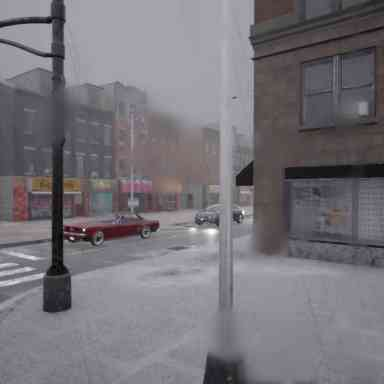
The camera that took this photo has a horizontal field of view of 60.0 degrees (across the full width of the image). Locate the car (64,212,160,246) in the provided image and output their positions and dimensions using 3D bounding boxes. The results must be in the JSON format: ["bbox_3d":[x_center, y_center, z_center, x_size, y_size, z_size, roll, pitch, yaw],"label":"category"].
[{"bbox_3d":[-3.739,1.633,15.695,1.895,1.301,4.718,0,0,35],"label":"car"}]

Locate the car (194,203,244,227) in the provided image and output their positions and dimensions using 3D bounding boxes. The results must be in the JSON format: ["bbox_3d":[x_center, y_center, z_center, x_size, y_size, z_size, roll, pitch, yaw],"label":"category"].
[{"bbox_3d":[2.049,1.568,23.833,1.837,1.490,4.892,0,0,35],"label":"car"}]
